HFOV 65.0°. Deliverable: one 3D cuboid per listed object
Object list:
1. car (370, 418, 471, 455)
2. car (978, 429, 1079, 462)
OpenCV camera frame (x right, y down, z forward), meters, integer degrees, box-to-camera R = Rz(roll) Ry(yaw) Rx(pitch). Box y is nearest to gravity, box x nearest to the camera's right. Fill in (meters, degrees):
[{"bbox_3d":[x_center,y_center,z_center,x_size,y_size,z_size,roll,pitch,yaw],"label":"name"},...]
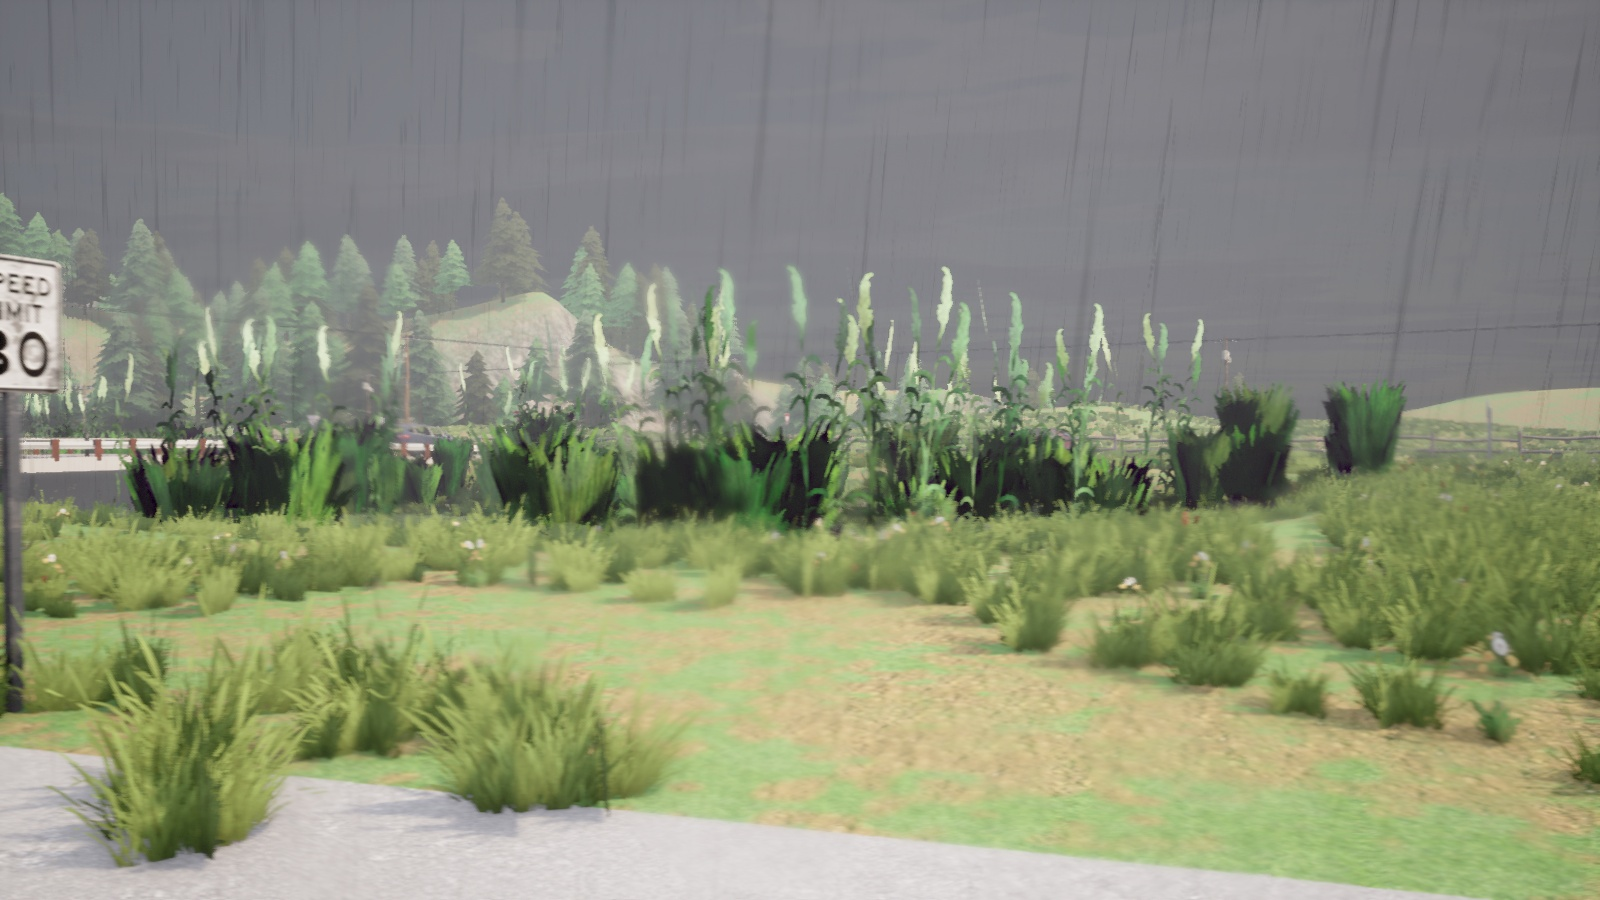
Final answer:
[{"bbox_3d":[-18.899,-0.655,62.719,2.242,1.667,4.611,1,-1,26],"label":"car"},{"bbox_3d":[11.953,-0.248,65.652,4.856,1.649,2.033,1,1,24],"label":"car"}]
